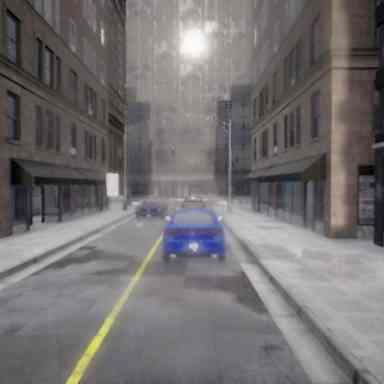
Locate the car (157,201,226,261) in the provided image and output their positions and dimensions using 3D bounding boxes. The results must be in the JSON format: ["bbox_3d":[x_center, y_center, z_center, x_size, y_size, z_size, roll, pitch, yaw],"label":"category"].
[{"bbox_3d":[0.073,1.280,11.505,1.882,1.535,5.008,0,1,0],"label":"car"}]

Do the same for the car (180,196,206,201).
[{"bbox_3d":[0.096,1.026,26.608,2.128,1.511,4.902,0,1,0],"label":"car"}]

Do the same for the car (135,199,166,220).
[{"bbox_3d":[-2.789,1.187,23.770,1.895,1.301,4.718,0,1,0],"label":"car"}]
